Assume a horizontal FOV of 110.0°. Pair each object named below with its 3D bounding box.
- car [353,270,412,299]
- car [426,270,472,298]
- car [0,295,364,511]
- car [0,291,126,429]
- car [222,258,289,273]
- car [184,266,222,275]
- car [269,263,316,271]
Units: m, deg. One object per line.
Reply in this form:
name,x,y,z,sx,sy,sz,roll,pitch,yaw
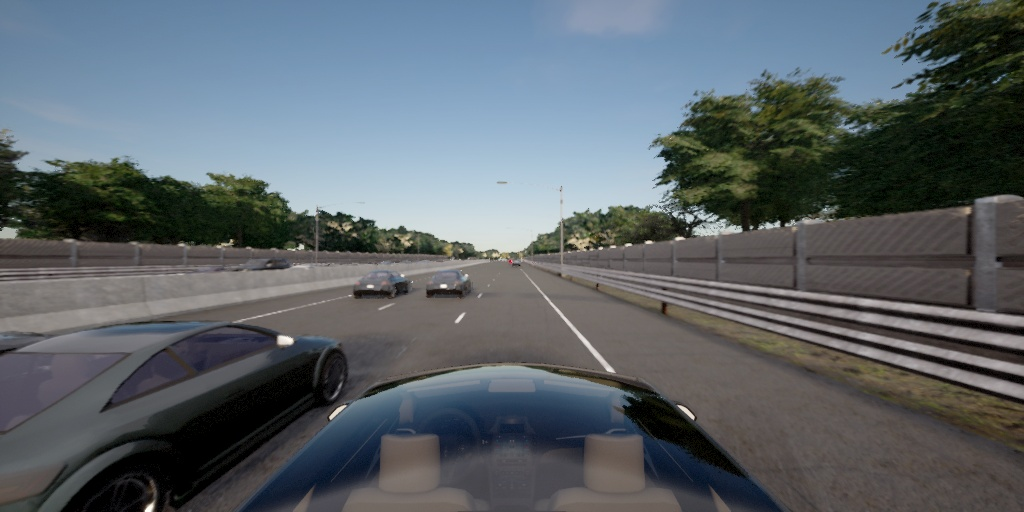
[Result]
car,-6.889,1.466,19.444,1.994,1.385,4.181,0,0,0
car,-3.390,1.469,19.792,1.994,1.385,4.181,0,0,0
car,-3.398,1.331,3.638,1.994,1.385,4.181,0,0,0
car,-6.898,1.267,3.098,1.837,1.490,4.892,0,0,0
car,-21.069,1.220,30.382,2.150,2.045,5.566,0,-1,0
car,-24.567,1.553,29.420,1.994,1.385,4.181,0,0,0
car,-17.570,1.517,29.861,1.812,1.442,4.674,0,0,0
